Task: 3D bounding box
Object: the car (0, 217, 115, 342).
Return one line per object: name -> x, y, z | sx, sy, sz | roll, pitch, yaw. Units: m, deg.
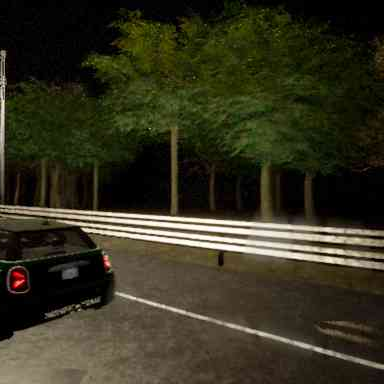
car -> -3.645, 1.308, 6.585 | 4.553, 1.767, 2.097 | 1, 0, 37
